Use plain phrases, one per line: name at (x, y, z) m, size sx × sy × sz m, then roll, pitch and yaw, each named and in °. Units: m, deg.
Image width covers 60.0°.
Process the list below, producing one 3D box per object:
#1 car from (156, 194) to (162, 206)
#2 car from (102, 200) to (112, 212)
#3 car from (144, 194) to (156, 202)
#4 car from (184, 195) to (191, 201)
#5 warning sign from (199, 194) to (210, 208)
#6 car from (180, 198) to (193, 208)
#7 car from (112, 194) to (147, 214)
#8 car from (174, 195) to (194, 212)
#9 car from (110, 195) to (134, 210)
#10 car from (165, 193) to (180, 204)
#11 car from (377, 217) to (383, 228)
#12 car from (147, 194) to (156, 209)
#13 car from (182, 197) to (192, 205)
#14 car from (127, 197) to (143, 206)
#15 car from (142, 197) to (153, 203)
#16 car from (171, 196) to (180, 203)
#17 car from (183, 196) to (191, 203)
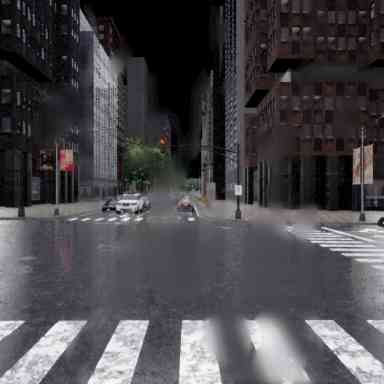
car at (-6.709, 1.398, 55.748) m, size 2.097 × 1.767 × 4.553 m, roll 0°, pitch 0°, yaw 0°
car at (-9.235, 1.574, 38.884) m, size 1.947 × 1.339 × 4.313 m, roll 0°, pitch 0°, yaw -1°
car at (-9.583, 1.416, 76.865) m, size 2.192 × 1.841 × 5.009 m, roll 0°, pitch 0°, yaw -1°
car at (-1.157, 1.573, 87.782) m, size 1.967 × 1.590 × 4.097 m, roll 0°, pitch 0°, yaw -1°
warning sign at (1.567, 1.131, 42.650) m, size 1.300 × 1.860 × 1.060 m, roll 0°, pitch 0°, yaw -1°
car at (-0.809, 1.614, 49.808) m, size 1.802 × 1.307 × 4.206 m, roll 0°, pitch 0°, yaw -1°
car at (-6.540, 1.223, 35.522) m, size 2.150 × 2.045 × 5.566 m, roll 0°, pitch 0°, yaw -1°
car at (-0.711, 1.448, 38.959) m, size 1.967 × 1.590 × 4.097 m, roll 0°, pitch 0°, yaw -1°
car at (-9.286, 1.335, 44.310) m, size 2.192 × 1.841 × 5.009 m, roll 0°, pitch 0°, yaw -1°
car at (-3.614, 1.562, 65.602) m, size 2.128 × 1.511 × 4.902 m, roll 0°, pitch 0°, yaw 0°
car at (14.096, 1.787, 20.943) m, size 4.181 × 1.385 × 1.994 m, roll 1°, pitch 0°, yaw 0°
car at (-6.627, 1.374, 45.547) m, size 2.097 × 1.767 × 4.553 m, roll 0°, pitch 0°, yaw 0°
car at (-0.909, 1.602, 60.658) m, size 1.887 × 1.381 × 4.507 m, roll 0°, pitch 0°, yaw -1°
car at (-9.382, 1.569, 54.991) m, size 1.752 × 1.417 × 4.829 m, roll 0°, pitch 0°, yaw -1°
car at (-9.533, 1.668, 71.439) m, size 1.802 × 1.307 × 4.206 m, roll 0°, pitch 0°, yaw -1°
car at (-3.803, 1.693, 75.790) m, size 1.895 × 1.301 × 4.718 m, roll 0°, pitch 0°, yaw -1°
car at (-1.009, 1.611, 71.677) m, size 1.752 × 1.417 × 4.829 m, roll 0°, pitch 0°, yaw -1°
